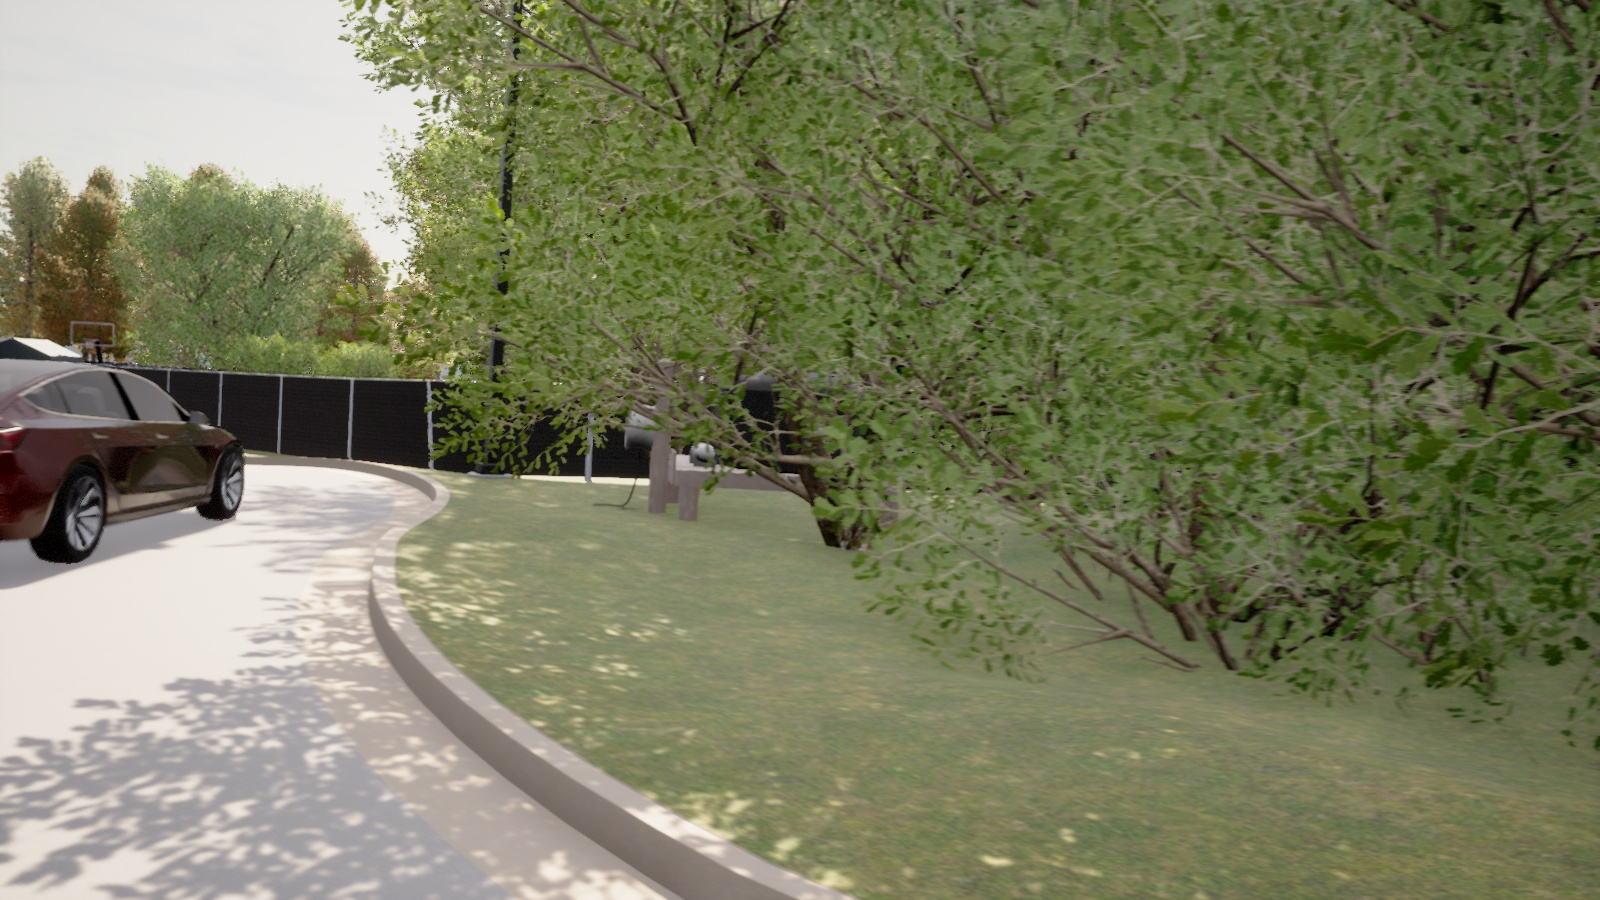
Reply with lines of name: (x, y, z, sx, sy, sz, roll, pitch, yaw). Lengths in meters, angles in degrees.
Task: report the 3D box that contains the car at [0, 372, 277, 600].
car: (-6.298, 0.105, 10.545, 2.163, 1.488, 4.792, 1, 3, -5)
